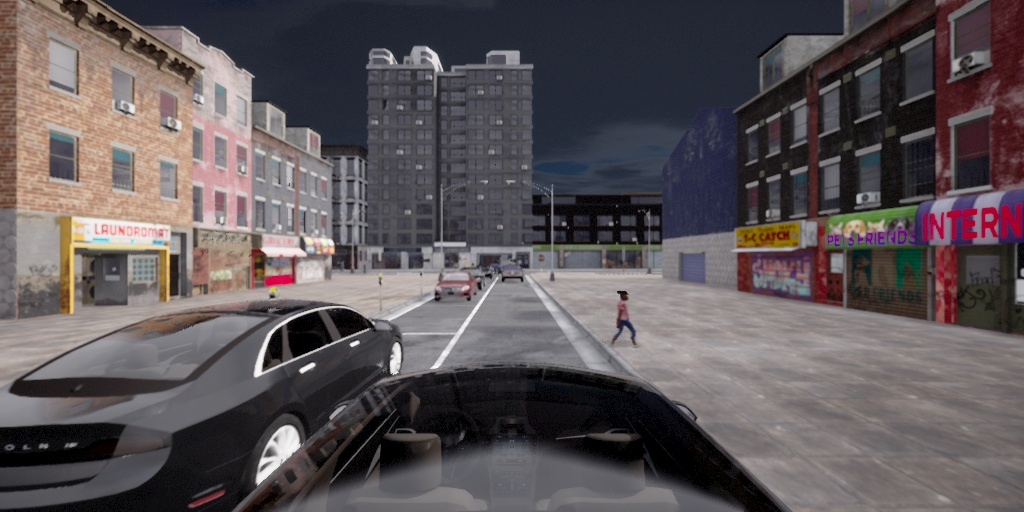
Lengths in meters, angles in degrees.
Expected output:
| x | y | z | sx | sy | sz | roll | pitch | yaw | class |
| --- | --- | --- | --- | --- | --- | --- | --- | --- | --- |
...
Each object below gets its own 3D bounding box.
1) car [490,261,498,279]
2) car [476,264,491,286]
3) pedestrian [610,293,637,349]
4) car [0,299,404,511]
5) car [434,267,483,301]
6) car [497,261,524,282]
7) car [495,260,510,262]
| x | y | z | sx | sy | sz | roll | pitch | yaw | class |
| --- | --- | --- | --- | --- | --- | --- | --- | --- | --- |
| -2.660 | 1.420 | 33.967 | 1.948 | 1.339 | 4.313 | 0 | 0 | 0 | car |
| -2.652 | 1.385 | 23.063 | 1.948 | 1.339 | 4.313 | 0 | 0 | 0 | car |
| 2.214 | 0.911 | 7.198 | 0.375 | 1.860 | 0.375 | 0 | 0 | 0 | pedestrian |
| -2.752 | 1.264 | 4.251 | 1.837 | 1.490 | 4.892 | 0 | 0 | 0 | car |
| -2.649 | 1.383 | 17.610 | 1.802 | 1.307 | 4.207 | 0 | 0 | 0 | car |
| 0.061 | 1.390 | 30.400 | 2.033 | 1.411 | 5.357 | 0 | 0 | 0 | car |
| -1.423 | 1.237 | 42.752 | 2.097 | 1.767 | 4.553 | 0 | 0 | -24 | car |
